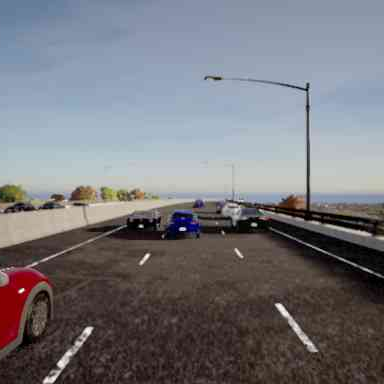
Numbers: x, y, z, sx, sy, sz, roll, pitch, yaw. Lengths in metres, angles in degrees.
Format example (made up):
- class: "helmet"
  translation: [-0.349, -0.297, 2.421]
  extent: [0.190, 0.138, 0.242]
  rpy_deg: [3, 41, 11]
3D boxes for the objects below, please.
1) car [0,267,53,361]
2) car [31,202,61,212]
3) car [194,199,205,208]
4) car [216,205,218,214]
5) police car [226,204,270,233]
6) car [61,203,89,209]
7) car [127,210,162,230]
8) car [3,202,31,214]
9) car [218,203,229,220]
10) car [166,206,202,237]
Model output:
- class: "car"
  translation: [-3.379, 1.396, 3.705]
  extent: [2.097, 1.767, 4.553]
  rpy_deg: [0, -1, 1]
- class: "car"
  translation: [-17.017, 2.008, 40.148]
  extent: [1.837, 1.490, 4.892]
  rpy_deg: [0, -1, 2]
- class: "car"
  translation: [1.437, 2.200, 63.835]
  extent: [2.097, 1.767, 4.553]
  rpy_deg: [0, -1, 3]
- class: "car"
  translation: [4.176, 2.106, 43.806]
  extent: [2.033, 1.411, 5.357]
  rpy_deg: [0, -1, 2]
- class: "police car"
  translation: [3.698, 1.775, 21.968]
  extent: [2.038, 1.542, 4.974]
  rpy_deg: [0, -1, 1]
- class: "car"
  translation: [-13.534, 2.025, 39.839]
  extent: [1.812, 1.442, 4.674]
  rpy_deg: [0, -1, 2]
- class: "car"
  translation: [-3.174, 1.887, 23.306]
  extent: [1.895, 1.301, 4.718]
  rpy_deg: [0, -1, 1]
- class: "car"
  translation: [-20.525, 2.003, 39.856]
  extent: [1.837, 1.490, 4.892]
  rpy_deg: [0, -1, 2]
- class: "car"
  translation: [3.902, 1.937, 32.887]
  extent: [1.812, 1.442, 4.674]
  rpy_deg: [0, -1, 1]
- class: "car"
  translation: [-0.454, 1.762, 19.349]
  extent: [1.812, 1.442, 4.674]
  rpy_deg: [0, -1, 1]
